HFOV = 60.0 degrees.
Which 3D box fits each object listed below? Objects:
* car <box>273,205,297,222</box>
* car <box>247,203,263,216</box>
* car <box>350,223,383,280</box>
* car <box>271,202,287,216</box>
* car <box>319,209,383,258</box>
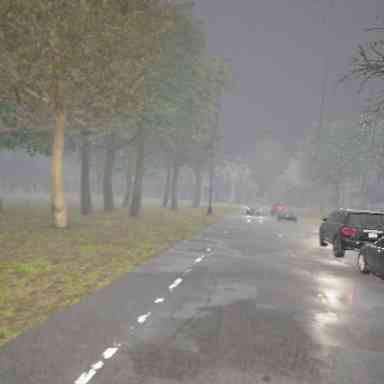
[{"bbox_3d":[10.757,2.602,37.946,1.994,1.385,4.181,3,-1,11],"label":"car"},{"bbox_3d":[8.754,2.375,46.077,2.097,1.767,4.553,3,-1,11],"label":"car"},{"bbox_3d":[6.219,1.959,9.353,1.837,1.490,4.892,3,-1,11],"label":"car"},{"bbox_3d":[13.153,2.546,50.342,2.150,2.045,5.566,3,-1,11],"label":"car"},{"bbox_3d":[7.389,1.809,15.273,2.150,2.045,5.566,3,-1,11],"label":"car"}]
